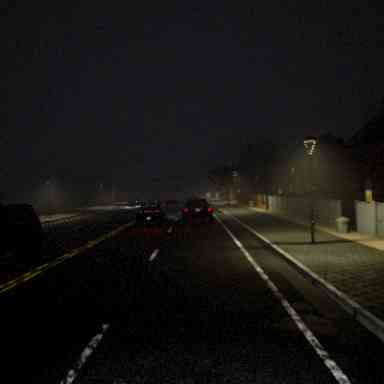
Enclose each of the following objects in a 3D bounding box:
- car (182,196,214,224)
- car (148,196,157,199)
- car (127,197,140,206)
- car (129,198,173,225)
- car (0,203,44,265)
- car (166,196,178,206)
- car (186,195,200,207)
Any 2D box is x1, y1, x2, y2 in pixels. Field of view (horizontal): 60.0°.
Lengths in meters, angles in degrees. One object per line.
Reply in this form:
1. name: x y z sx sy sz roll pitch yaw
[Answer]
1. car: 0.394 1.235 24.088 2.097 1.767 4.553 -2 0 0
2. car: -6.779 1.496 57.486 1.882 1.535 5.008 -2 0 -2
3. car: -10.037 1.628 57.907 1.882 1.535 5.008 -2 0 -2
4. car: -2.839 1.494 24.149 2.128 1.511 4.902 -2 0 0
5. car: -6.415 1.414 9.706 2.150 2.045 5.566 -2 0 1
6. car: -3.266 1.382 52.407 1.882 1.535 5.008 -2 0 -2
7. car: 0.084 1.271 48.714 1.882 1.535 5.008 -2 0 -1
